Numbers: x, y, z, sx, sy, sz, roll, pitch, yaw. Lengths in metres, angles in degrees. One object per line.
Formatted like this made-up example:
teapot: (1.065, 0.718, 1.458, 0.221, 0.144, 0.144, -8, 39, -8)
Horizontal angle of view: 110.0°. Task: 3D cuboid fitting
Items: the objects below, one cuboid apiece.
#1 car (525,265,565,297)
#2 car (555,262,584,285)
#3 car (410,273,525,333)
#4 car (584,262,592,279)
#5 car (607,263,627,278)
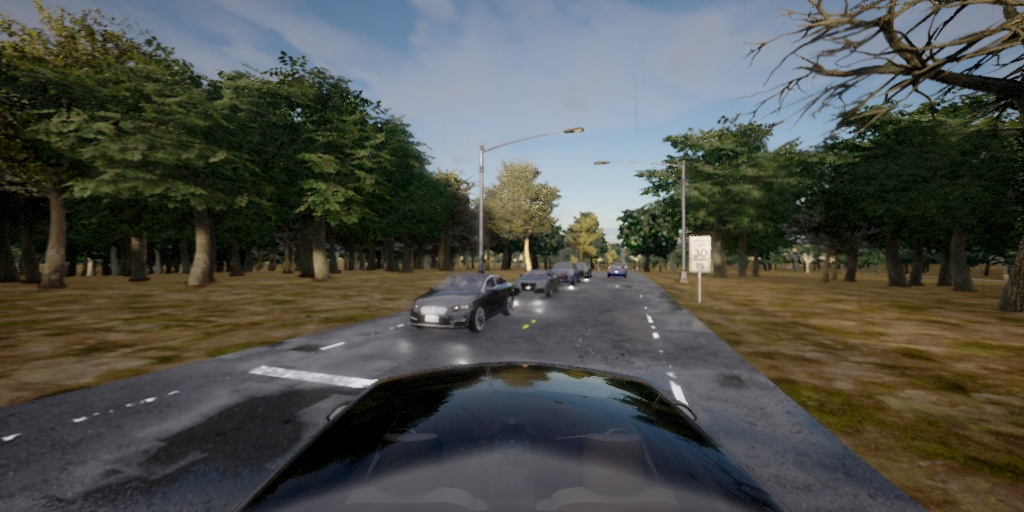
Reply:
car: (1.425, 1.411, 19.669, 1.994, 1.385, 4.181, 0, 0, 18)
car: (4.104, 1.269, 28.058, 2.097, 1.767, 4.553, 0, -1, 18)
car: (-1.297, 1.288, 11.176, 2.128, 1.511, 4.902, 0, 0, 16)
car: (7.135, 1.406, 37.462, 2.097, 1.767, 4.553, 0, -1, 18)
car: (11.504, 1.679, 39.242, 1.994, 1.385, 4.181, 0, -1, 18)
